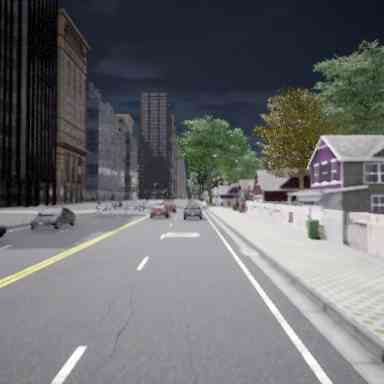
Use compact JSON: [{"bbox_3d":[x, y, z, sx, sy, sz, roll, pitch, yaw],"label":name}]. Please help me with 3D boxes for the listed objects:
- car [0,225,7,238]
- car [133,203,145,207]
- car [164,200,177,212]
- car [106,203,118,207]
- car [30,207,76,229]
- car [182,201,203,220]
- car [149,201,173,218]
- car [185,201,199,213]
[{"bbox_3d":[-9.796,1.749,13.666,1.895,1.301,4.718,0,-1,1],"label":"car"},{"bbox_3d":[-6.513,1.585,38.482,2.128,1.511,4.902,0,-1,0],"label":"car"},{"bbox_3d":[-3.246,1.902,46.583,2.097,1.767,4.553,0,-1,0],"label":"car"},{"bbox_3d":[-9.763,1.580,38.481,2.128,1.511,4.902,0,-1,0],"label":"car"},{"bbox_3d":[-9.758,1.791,23.778,1.812,1.442,4.674,0,-1,0],"label":"car"},{"bbox_3d":[0.090,1.878,32.851,2.128,1.511,4.902,0,-1,0],"label":"car"},{"bbox_3d":[-3.261,1.926,34.413,1.812,1.442,4.674,0,-1,0],"label":"car"},{"bbox_3d":[0.003,2.069,47.067,1.837,1.490,4.892,0,0,0],"label":"car"}]
